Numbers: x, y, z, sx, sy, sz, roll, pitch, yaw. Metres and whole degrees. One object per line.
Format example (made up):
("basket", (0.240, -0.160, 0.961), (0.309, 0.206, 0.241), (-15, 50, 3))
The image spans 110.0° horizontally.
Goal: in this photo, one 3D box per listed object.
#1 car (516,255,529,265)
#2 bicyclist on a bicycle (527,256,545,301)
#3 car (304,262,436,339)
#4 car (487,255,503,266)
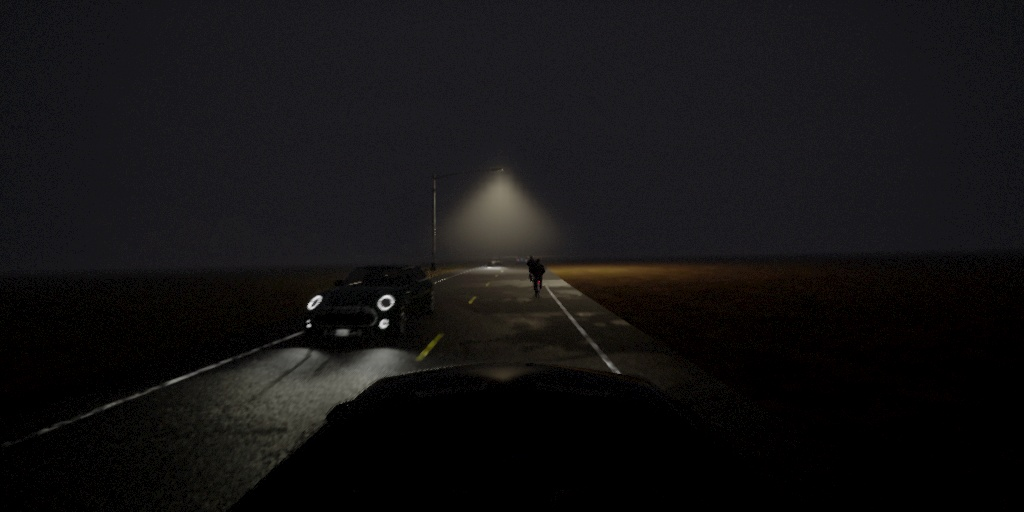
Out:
("car", (1.557, 0.631, 55.482), (2.033, 1.411, 5.357), (0, 1, 2))
("bicyclist on a bicycle", (1.080, 0.956, 15.014), (0.659, 1.776, 1.843), (0, 1, 1))
("car", (-3.537, 0.996, 9.777), (2.097, 1.767, 4.553), (0, 1, 1))
("car", (-2.301, 0.641, 49.727), (2.128, 1.511, 4.902), (0, 1, 3))
